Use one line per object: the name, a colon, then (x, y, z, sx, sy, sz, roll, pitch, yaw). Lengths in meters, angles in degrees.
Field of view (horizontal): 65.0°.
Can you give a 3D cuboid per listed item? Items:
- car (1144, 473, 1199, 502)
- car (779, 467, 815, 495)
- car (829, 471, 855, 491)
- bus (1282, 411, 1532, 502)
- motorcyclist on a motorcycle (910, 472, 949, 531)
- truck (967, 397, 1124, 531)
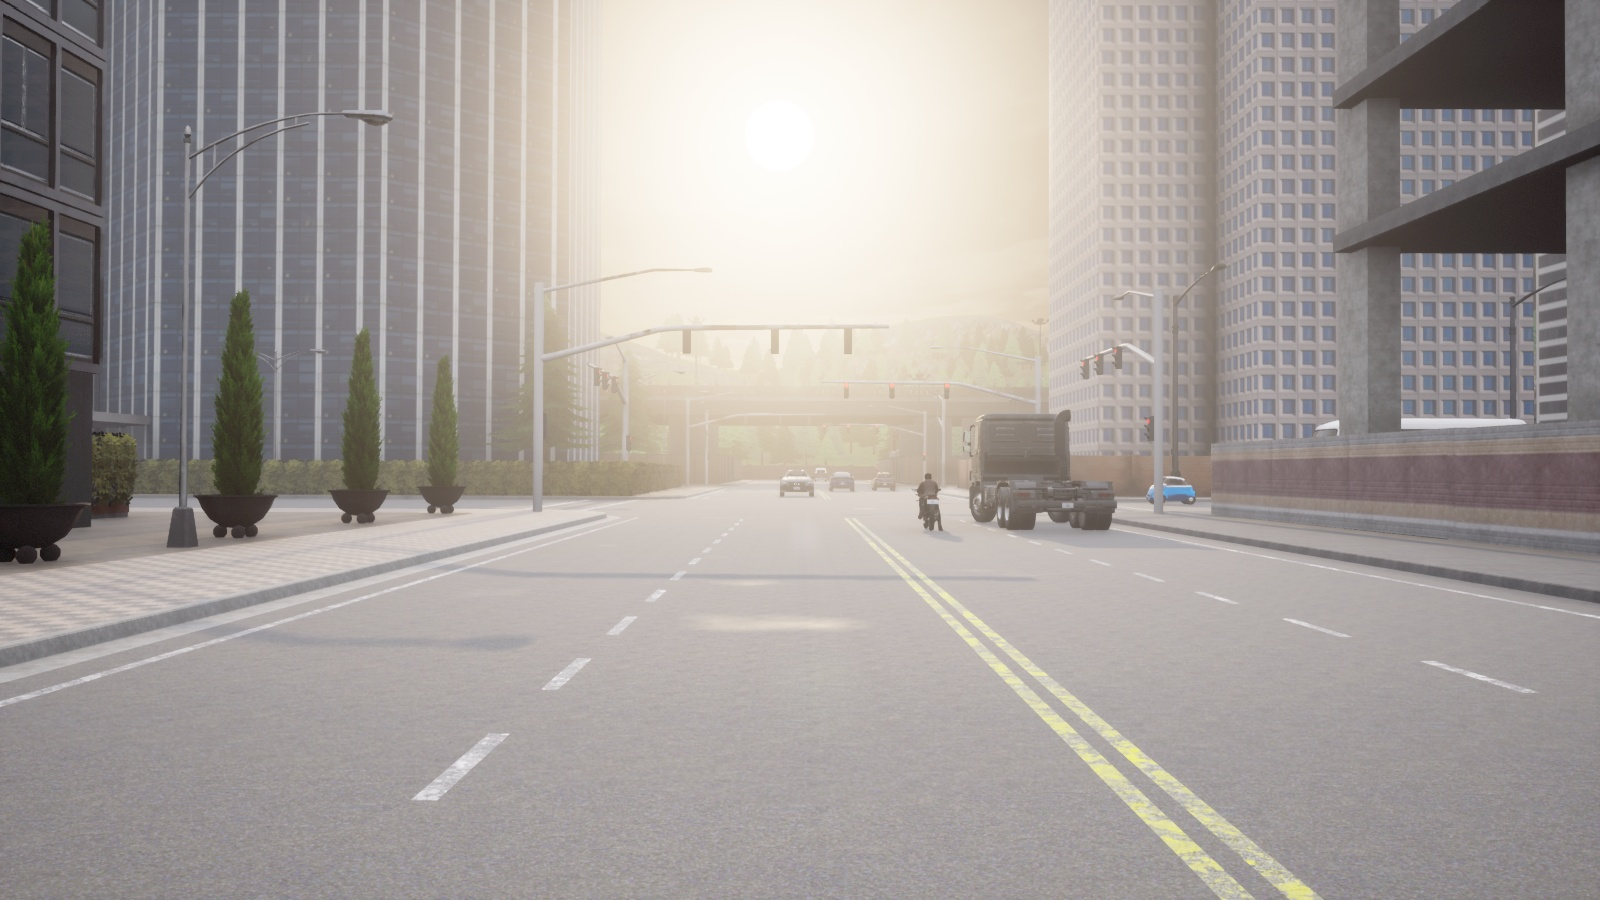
car: (18.165, 1.826, 61.453, 2.207, 1.376, 1.481, 0, -1, 0)
car: (-0.183, 1.908, 78.435, 2.152, 1.651, 5.027, 0, -1, 0)
car: (3.270, 2.425, 98.267, 1.882, 1.535, 5.008, 0, -1, 0)
bus: (29.482, 0.349, 61.421, 10.273, 4.253, 3.944, 0, -1, 0)
motorcyclist on a motorcycle: (3.422, 1.341, 33.314, 0.797, 1.523, 2.044, 0, -1, 0)
truck: (6.892, 0.416, 36.473, 2.891, 3.462, 7.936, 0, -1, -1)
